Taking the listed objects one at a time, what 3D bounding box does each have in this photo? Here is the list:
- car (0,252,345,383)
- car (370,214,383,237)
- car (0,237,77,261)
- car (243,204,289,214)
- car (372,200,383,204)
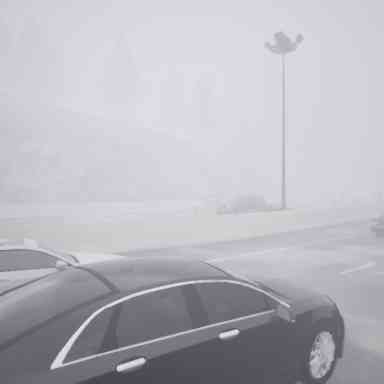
[{"bbox_3d":[-0.209,1.514,3.725,4.892,1.490,1.837,0,0,-36],"label":"car"},{"bbox_3d":[11.202,1.586,17.439,5.357,1.411,2.033,0,0,-42],"label":"car"},{"bbox_3d":[-3.138,1.541,5.910,4.674,1.442,1.812,0,0,-36],"label":"car"},{"bbox_3d":[6.468,1.665,27.605,4.718,1.301,1.895,0,0,-43],"label":"car"},{"bbox_3d":[33.746,1.357,59.538,2.150,2.045,5.566,0,0,33],"label":"car"}]
